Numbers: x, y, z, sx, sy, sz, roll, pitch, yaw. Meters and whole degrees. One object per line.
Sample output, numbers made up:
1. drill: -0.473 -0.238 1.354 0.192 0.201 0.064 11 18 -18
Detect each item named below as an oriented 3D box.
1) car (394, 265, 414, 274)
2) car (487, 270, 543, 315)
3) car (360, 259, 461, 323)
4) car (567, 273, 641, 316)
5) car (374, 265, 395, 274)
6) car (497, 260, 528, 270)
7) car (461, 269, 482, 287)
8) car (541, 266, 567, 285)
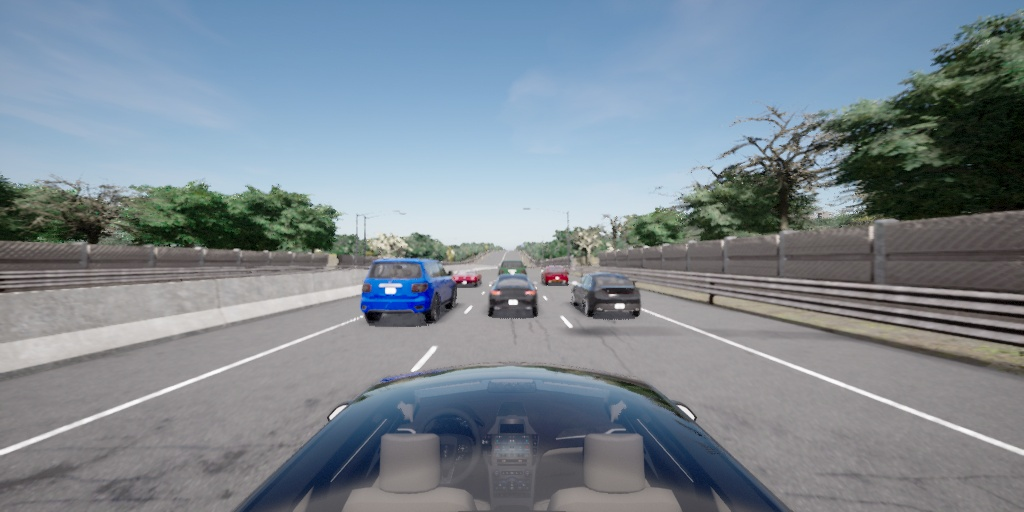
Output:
1. car: -17.541 2.196 58.446 1.812 1.442 4.674 0 -1 1
2. car: 0.050 1.431 14.195 1.812 1.442 4.674 0 -1 0
3. car: -3.462 1.112 12.975 2.150 2.045 5.566 0 0 1
4. car: 3.550 1.410 14.155 1.837 1.490 4.892 0 0 1
5. car: -21.019 2.211 59.170 1.812 1.442 4.674 0 -1 1
6. car: 0.042 1.319 28.017 2.150 2.045 5.566 0 -1 1
7. car: -3.453 1.704 28.516 1.895 1.301 4.718 0 -1 1
8. car: 3.560 1.611 30.381 1.882 1.535 5.008 0 -1 0
